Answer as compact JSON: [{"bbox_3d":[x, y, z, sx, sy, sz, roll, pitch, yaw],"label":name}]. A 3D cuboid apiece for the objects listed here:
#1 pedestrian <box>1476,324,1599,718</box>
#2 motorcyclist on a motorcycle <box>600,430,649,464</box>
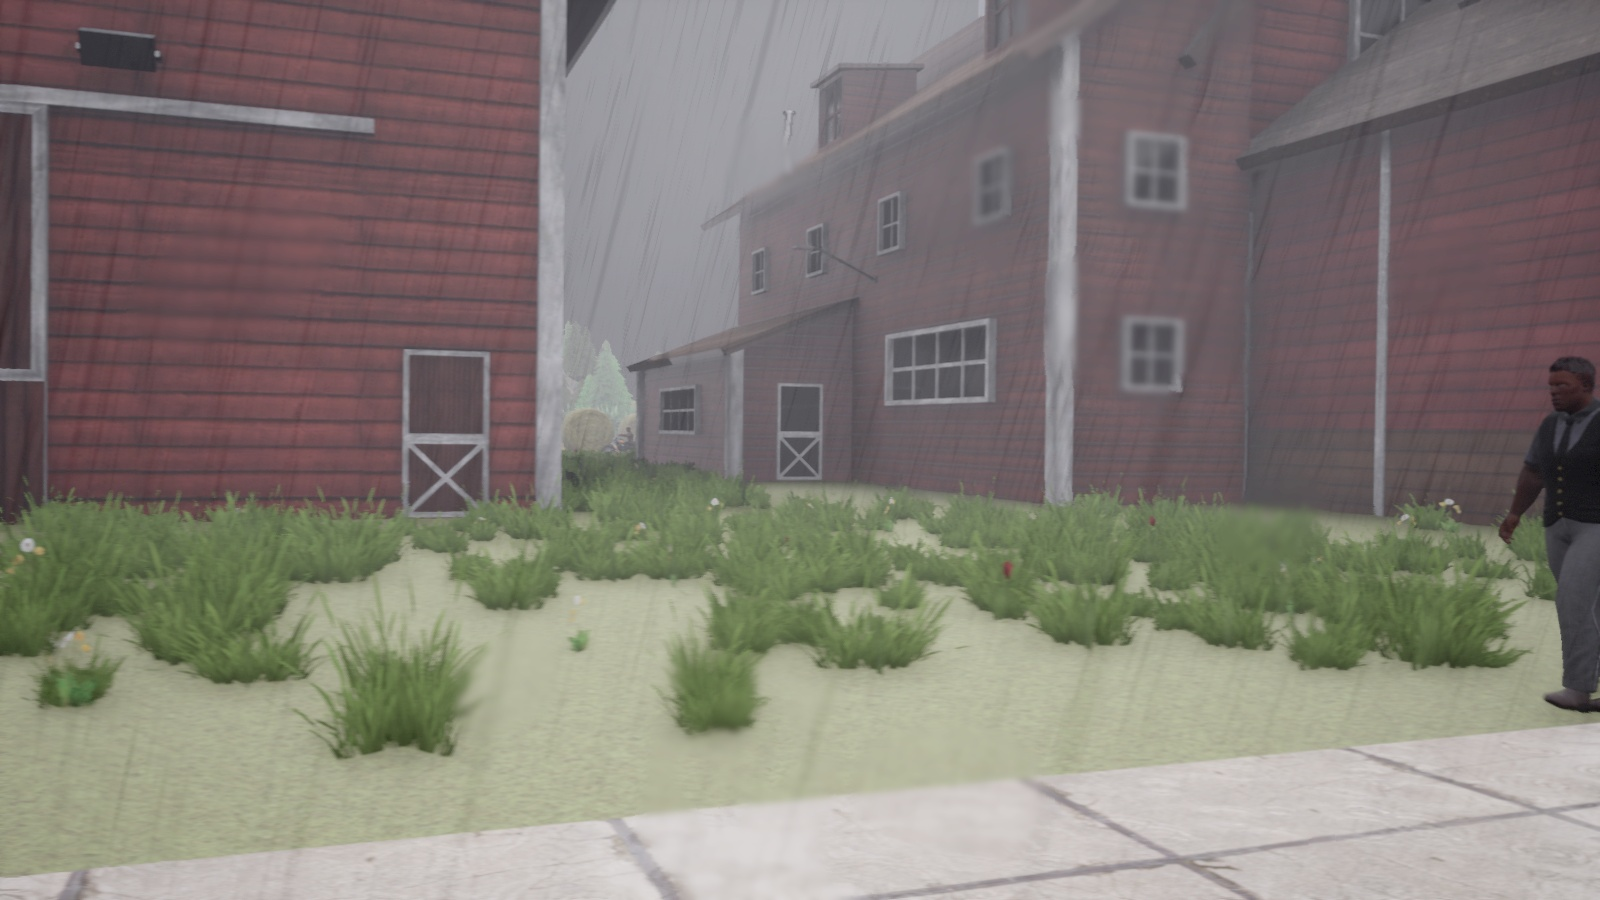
[{"bbox_3d":[3.996,0.332,6.351,0.849,1.883,0.563,-1,1,-11],"label":"pedestrian"},{"bbox_3d":[-8.858,-0.157,63.413,2.350,1.649,0.766,-1,1,-21],"label":"motorcyclist on a motorcycle"}]
